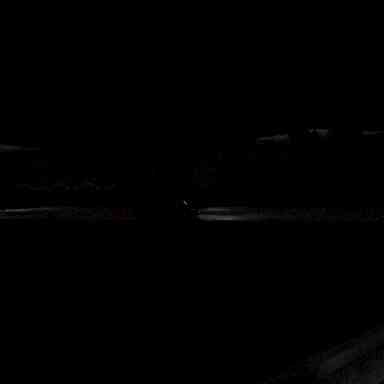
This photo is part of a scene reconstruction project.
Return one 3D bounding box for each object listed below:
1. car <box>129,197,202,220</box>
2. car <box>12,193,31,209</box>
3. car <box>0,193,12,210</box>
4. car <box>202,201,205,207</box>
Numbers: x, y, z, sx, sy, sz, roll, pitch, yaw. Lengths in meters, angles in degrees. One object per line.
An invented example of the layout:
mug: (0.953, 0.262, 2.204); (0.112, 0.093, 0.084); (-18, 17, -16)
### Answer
car: (-2.016, 1.343, 25.917); (5.008, 1.535, 1.882); (0, 0, 7)
car: (-23.799, 1.089, 42.905); (5.566, 2.045, 2.150); (0, 0, 7)
car: (-24.429, 1.259, 39.459); (4.553, 1.767, 2.097); (0, 0, 7)
car: (-0.763, 1.306, 39.884); (4.674, 1.442, 1.812); (0, 0, 7)
